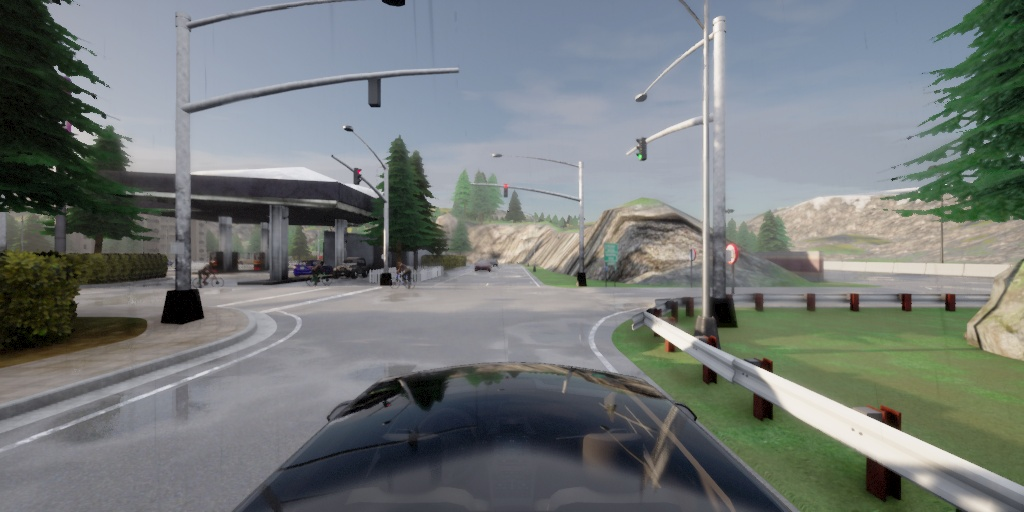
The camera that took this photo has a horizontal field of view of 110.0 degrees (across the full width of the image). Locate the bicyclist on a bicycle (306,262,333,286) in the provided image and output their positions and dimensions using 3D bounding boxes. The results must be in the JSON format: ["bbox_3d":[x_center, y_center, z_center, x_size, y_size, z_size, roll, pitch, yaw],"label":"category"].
[{"bbox_3d":[-13.084,1.201,24.373,1.656,1.620,0.582,0,0,-40],"label":"bicyclist on a bicycle"}]

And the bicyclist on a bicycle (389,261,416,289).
[{"bbox_3d":[-6.289,1.113,20.588,1.656,1.620,0.582,0,-1,12],"label":"bicyclist on a bicycle"}]

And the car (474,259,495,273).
[{"bbox_3d":[-3.564,1.223,44.600,1.882,1.535,5.008,0,0,0],"label":"car"}]

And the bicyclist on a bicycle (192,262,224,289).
[{"bbox_3d":[-18.539,1.188,21.907,1.656,1.620,0.582,0,-1,-15],"label":"bicyclist on a bicycle"}]
